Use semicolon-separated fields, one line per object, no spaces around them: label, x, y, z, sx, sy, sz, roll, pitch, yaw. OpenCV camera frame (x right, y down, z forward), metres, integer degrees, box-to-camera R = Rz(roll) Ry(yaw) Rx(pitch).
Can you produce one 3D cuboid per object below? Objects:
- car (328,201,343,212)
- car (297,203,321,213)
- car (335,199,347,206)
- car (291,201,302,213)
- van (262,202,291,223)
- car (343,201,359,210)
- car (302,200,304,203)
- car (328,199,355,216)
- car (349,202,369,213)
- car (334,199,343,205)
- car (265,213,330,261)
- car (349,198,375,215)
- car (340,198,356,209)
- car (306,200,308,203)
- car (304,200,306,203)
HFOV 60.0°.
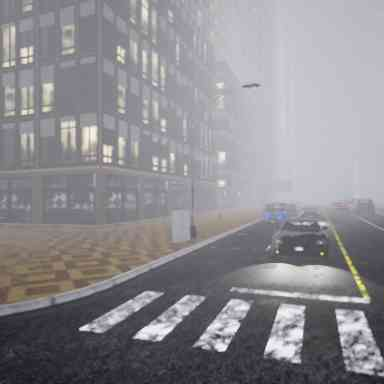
car;21.065;2.105;48.865;1.812;1.442;4.674;-1;-1;21
car;12.045;2.038;33.635;1.895;1.301;4.718;-1;-1;21
car;32.613;2.317;72.883;1.882;1.535;5.008;-1;-1;21
car;12.707;2.157;42.783;1.947;1.339;4.313;-1;-1;21
van;6.858;1.738;27.232;1.690;1.788;3.998;-1;-1;21
car;26.397;2.184;55.392;1.947;1.339;4.313;-1;-1;21
car;14.655;2.207;47.967;2.008;1.369;4.403;-1;-1;21
car;17.496;1.951;39.251;2.128;1.511;4.902;-1;-1;21
car;22.499;2.035;45.022;1.887;1.381;4.507;-1;-1;21
car;38.090;2.568;86.500;1.947;1.339;4.313;-1;-1;21
car;4.292;1.742;13.048;1.994;1.385;4.181;-1;-1;21
car;20.548;1.741;39.841;2.192;1.841;5.009;-1;-1;21
car;28.343;1.998;60.581;2.192;1.841;5.009;-1;-1;21
car;30.246;2.750;89.446;1.802;1.307;4.206;-1;-1;21
car;18.554;2.366;58.337;1.802;1.307;4.206;-1;-1;21
